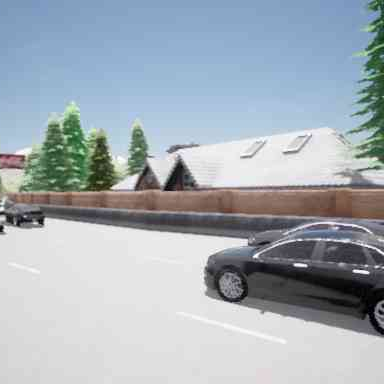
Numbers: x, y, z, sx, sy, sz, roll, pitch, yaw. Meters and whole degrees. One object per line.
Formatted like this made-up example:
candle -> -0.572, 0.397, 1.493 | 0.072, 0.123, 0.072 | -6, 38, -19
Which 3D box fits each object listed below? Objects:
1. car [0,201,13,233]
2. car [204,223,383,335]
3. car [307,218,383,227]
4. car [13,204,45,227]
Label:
car -> -12.929, 1.353, 19.797 | 5.566, 2.045, 2.150 | 0, 0, 44
car -> 2.503, 1.529, 6.636 | 4.892, 1.490, 1.837 | 0, 0, 36
car -> 4.007, 1.526, 9.870 | 4.902, 1.511, 2.128 | 0, 0, 37
car -> -12.334, 1.655, 24.185 | 1.837, 1.490, 4.892 | 0, 0, -45
